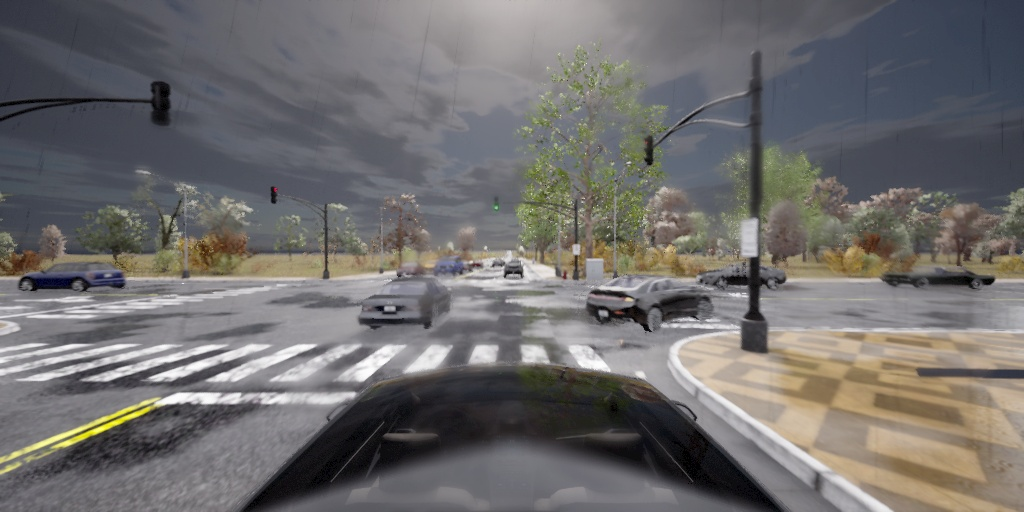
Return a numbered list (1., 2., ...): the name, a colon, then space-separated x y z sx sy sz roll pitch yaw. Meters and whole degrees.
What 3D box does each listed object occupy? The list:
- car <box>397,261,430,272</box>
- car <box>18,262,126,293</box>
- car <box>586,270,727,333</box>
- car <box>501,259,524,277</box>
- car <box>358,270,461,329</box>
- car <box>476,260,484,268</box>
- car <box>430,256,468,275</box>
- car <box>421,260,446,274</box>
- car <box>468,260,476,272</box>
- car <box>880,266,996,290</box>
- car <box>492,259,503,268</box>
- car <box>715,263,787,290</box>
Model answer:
1. car: -9.762 1.325 35.065 1.812 1.442 4.674 0 0 1
2. car: -25.372 1.133 20.763 4.553 1.767 2.097 0 1 3
3. car: 4.438 1.336 11.260 4.902 1.511 2.128 -1 0 -37
4. car: 0.189 1.307 35.795 1.837 1.490 4.892 0 0 1
5. car: -3.173 1.396 11.786 2.033 1.411 5.357 0 0 0
6. car: -5.977 1.421 61.652 1.895 1.301 4.718 0 0 1
7. car: -6.440 1.023 37.101 2.150 2.045 5.566 0 0 3
8. car: -9.598 1.286 44.252 1.882 1.535 5.008 0 0 1
9. car: -6.293 1.374 46.811 1.994 1.385 4.181 0 0 1
10. car: 24.943 1.279 21.167 4.718 1.301 1.895 0 1 3
11. car: -2.653 1.348 65.218 1.812 1.442 4.674 0 0 1
12. car: 13.768 1.184 21.700 4.902 1.511 2.128 0 1 3
